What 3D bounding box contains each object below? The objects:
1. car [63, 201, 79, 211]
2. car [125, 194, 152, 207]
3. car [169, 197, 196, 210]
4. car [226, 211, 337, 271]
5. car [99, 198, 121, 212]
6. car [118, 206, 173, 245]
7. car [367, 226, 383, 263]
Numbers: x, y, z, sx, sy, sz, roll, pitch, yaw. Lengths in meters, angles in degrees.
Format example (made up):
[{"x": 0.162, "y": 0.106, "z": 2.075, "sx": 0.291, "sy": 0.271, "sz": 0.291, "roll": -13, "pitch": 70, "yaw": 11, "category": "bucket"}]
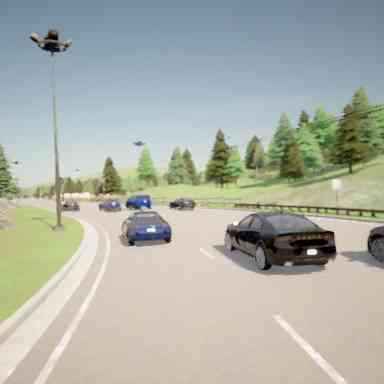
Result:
[{"x": -18.574, "y": 2.067, "z": 51.117, "sx": 2.128, "sy": 1.511, "sz": 4.902, "roll": -2, "pitch": 0, "yaw": -29, "category": "car"}, {"x": -7.317, "y": 1.379, "z": 45.110, "sx": 2.150, "sy": 2.045, "sz": 5.566, "roll": -2, "pitch": 0, "yaw": -29, "category": "car"}, {"x": -1.295, "y": 1.428, "z": 41.189, "sx": 2.128, "sy": 1.511, "sz": 4.902, "roll": -2, "pitch": 0, "yaw": -28, "category": "car"}, {"x": 2.523, "y": 1.350, "z": 10.682, "sx": 1.882, "sy": 1.535, "sz": 5.008, "roll": -1, "pitch": 0, "yaw": -10, "category": "car"}, {"x": -11.072, "y": 1.656, "z": 44.613, "sx": 2.097, "sy": 1.767, "sz": 4.553, "roll": -2, "pitch": 0, "yaw": -28, "category": "car"}, {"x": -2.280, "y": 1.607, "z": 16.113, "sx": 1.994, "sy": 1.385, "sz": 4.181, "roll": -2, "pitch": 0, "yaw": -15, "category": "car"}, {"x": 6.400, "y": 1.222, "z": 8.114, "sx": 2.128, "sy": 1.511, "sz": 4.902, "roll": -2, "pitch": 0, "yaw": -8, "category": "car"}]
